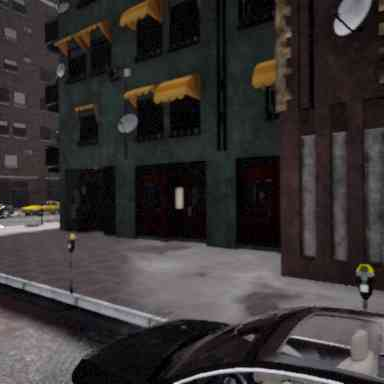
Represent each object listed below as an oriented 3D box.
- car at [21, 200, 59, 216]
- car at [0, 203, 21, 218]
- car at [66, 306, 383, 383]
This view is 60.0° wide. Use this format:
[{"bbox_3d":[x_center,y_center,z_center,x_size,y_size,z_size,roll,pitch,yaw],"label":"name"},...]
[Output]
[{"bbox_3d":[-14.602,1.515,33.113,1.752,1.417,4.829,0,1,35],"label":"car"},{"bbox_3d":[-17.692,1.615,28.687,2.008,1.369,4.403,0,1,35],"label":"car"},{"bbox_3d":[0.877,1.555,2.248,4.403,1.369,2.008,-1,0,36],"label":"car"}]
